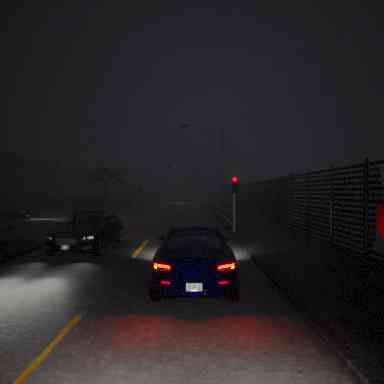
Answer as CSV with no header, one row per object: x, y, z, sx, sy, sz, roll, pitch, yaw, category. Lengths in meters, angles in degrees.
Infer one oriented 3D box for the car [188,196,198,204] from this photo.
0.159,1.504,66.329,1.837,1.490,4.892,0,0,0,car

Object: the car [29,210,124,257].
-3.977,1.491,12.997,2.128,1.511,4.902,0,0,1,car

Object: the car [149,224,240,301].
0.061,1.526,8.210,1.812,1.442,4.674,0,0,1,car

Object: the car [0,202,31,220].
-15.987,1.547,27.007,5.357,1.411,2.033,0,0,0,car
